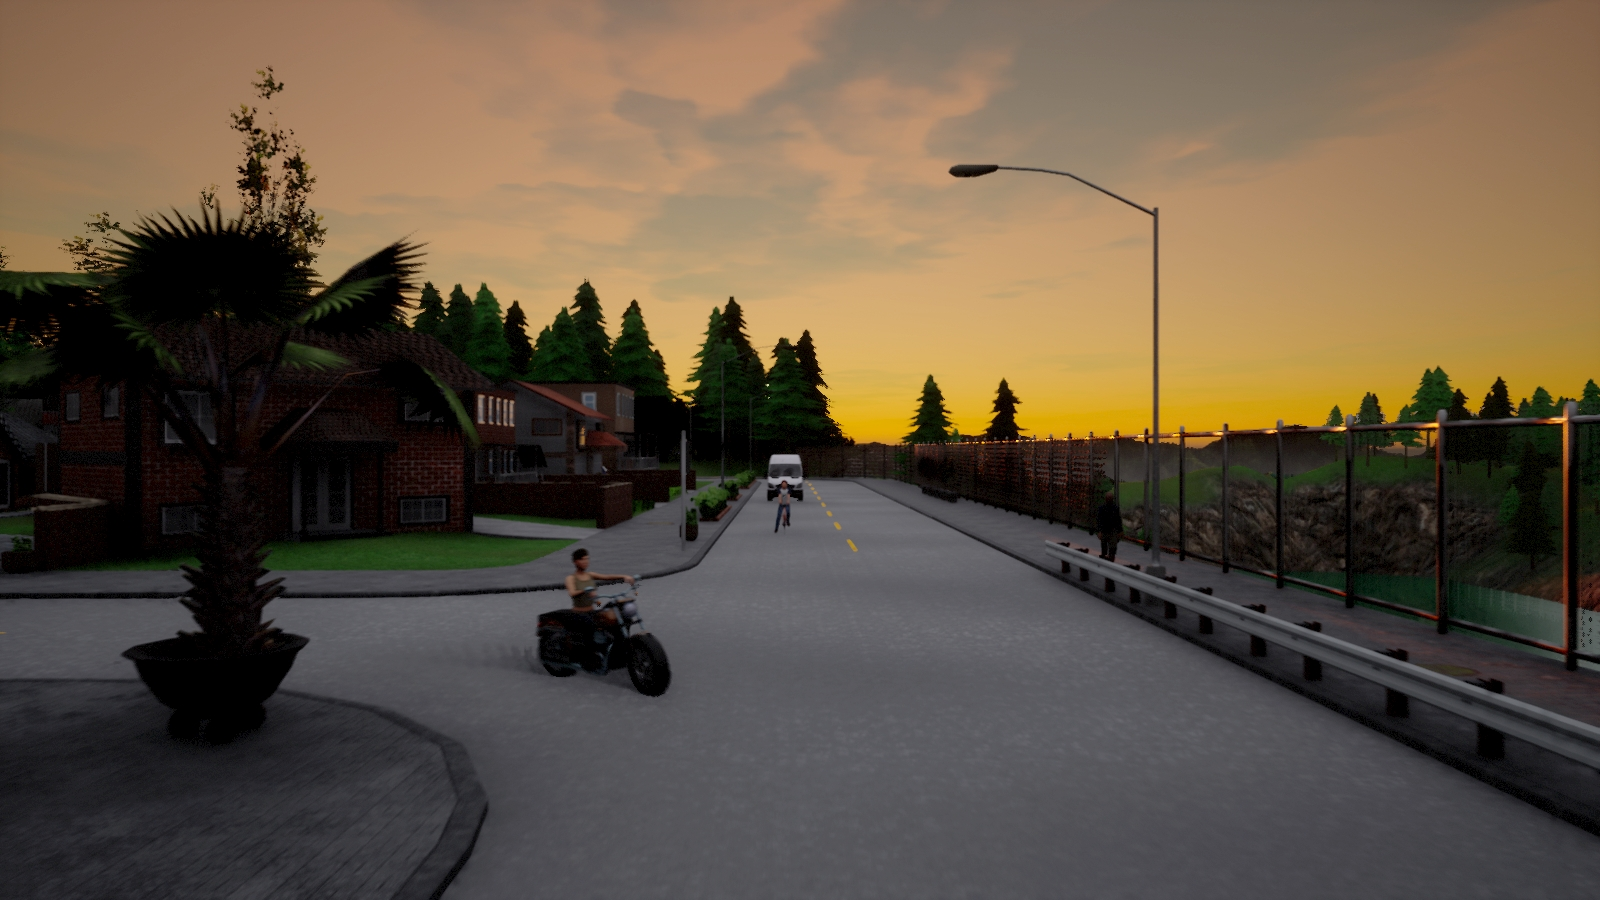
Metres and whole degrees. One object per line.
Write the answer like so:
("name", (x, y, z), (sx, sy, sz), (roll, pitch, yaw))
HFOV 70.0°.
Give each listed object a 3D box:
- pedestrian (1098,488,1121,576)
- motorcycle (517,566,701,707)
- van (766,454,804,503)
("pedestrian", (6.627, 1.747, 24.492), (0.375, 1.860, 0.375), (0, 0, -2))
("motorcycle", (-2.309, 2.156, 13.585), (2.356, 1.307, 0.764), (0, 3, 40))
("van", (-0.822, 1.540, 63.584), (1.988, 2.561, 5.915), (0, 0, -1))
